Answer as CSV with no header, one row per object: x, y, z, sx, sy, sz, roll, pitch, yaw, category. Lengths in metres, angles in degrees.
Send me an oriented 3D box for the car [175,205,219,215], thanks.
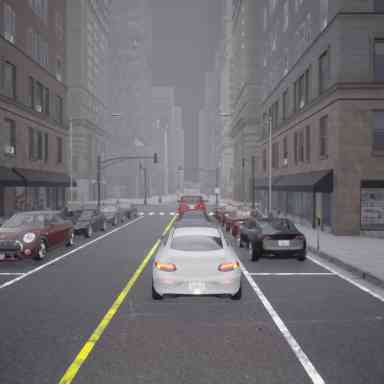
0.092,1.562,17.027,1.994,1.385,4.181,0,0,0,car

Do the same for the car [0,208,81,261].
-5.778,1.438,12.010,1.967,1.590,4.097,-1,0,0,car

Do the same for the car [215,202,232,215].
2.745,1.542,23.023,1.887,1.381,4.507,-1,0,0,car

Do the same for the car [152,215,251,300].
0.098,1.524,8.256,1.812,1.442,4.674,0,0,0,car

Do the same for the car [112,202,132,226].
-5.780,1.548,23.020,2.008,1.369,4.403,-1,0,0,car

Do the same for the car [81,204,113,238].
-5.778,1.563,17.515,1.947,1.339,4.313,-1,0,0,car

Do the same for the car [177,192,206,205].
-0.008,1.221,26.977,2.150,2.045,5.566,0,0,0,car

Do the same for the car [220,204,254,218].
2.747,1.542,17.517,1.887,1.381,4.507,-1,0,0,car

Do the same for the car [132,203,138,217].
-5.782,1.542,28.526,1.887,1.381,4.507,-1,0,0,car

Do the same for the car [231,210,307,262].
2.748,1.564,12.012,1.947,1.339,4.313,-1,0,0,car

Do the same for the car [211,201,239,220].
2.743,1.542,28.528,1.887,1.381,4.507,-1,0,0,car
